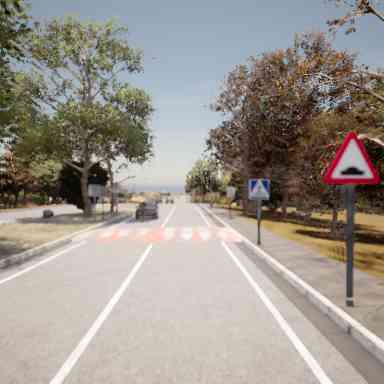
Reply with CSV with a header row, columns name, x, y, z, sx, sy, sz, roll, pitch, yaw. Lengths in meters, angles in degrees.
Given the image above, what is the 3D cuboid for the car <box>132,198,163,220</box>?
name,x,y,z,sx,sy,sz,roll,pitch,yaw
car,-3.863,1.597,29.411,1.837,1.490,4.892,0,0,-1

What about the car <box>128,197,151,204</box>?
name,x,y,z,sx,sy,sz,roll,pitch,yaw
car,-11.916,1.915,76.183,4.892,1.521,2.231,0,-2,-1

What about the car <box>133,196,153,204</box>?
name,x,y,z,sx,sy,sz,roll,pitch,yaw
car,-12.065,1.954,81.732,4.553,1.767,2.185,0,-2,-1

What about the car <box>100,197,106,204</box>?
name,x,y,z,sx,sy,sz,roll,pitch,yaw
car,-25.169,2.181,84.418,4.892,1.521,2.231,0,-2,-1

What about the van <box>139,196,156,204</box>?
name,x,y,z,sx,sy,sz,roll,pitch,yaw
van,-12.395,2.229,92.824,4.442,1.987,1.878,0,-2,-1

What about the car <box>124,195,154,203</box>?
name,x,y,z,sx,sy,sz,roll,pitch,yaw
car,-11.664,1.840,73.420,5.366,1.575,1.946,0,-2,-1

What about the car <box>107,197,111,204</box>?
name,x,y,z,sx,sy,sz,roll,pitch,yaw
car,-25.267,2.243,89.959,4.553,1.767,2.185,0,-2,-1

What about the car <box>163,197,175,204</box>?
name,x,y,z,sx,sy,sz,roll,pitch,yaw
car,-4.705,1.842,70.855,2.128,1.511,4.902,0,-1,-1
